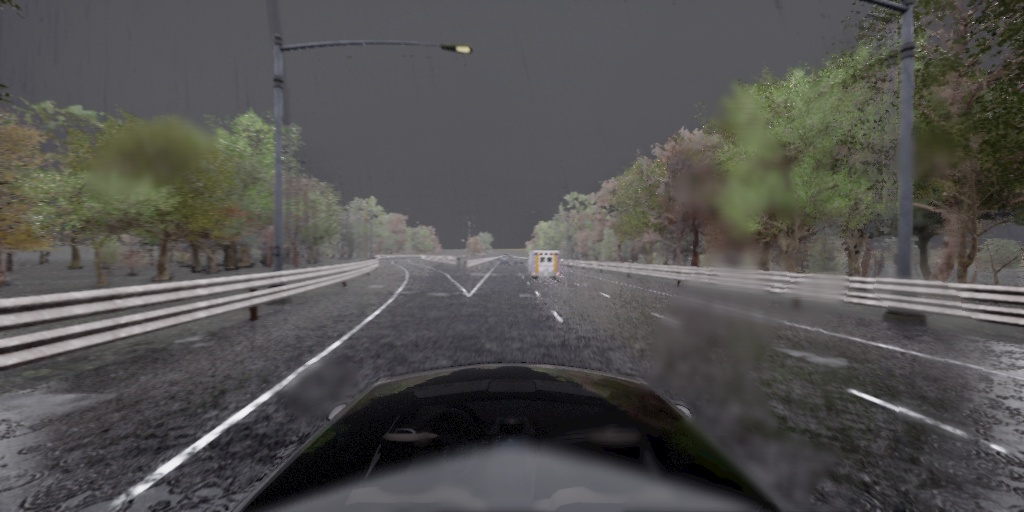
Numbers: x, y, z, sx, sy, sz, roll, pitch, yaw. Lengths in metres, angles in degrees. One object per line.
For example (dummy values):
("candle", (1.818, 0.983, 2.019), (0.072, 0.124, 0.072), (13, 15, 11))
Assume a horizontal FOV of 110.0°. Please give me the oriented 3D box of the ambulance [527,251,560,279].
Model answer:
("ambulance", (2.823, 0.823, 33.317), (2.351, 2.431, 6.366), (1, 0, -1))
